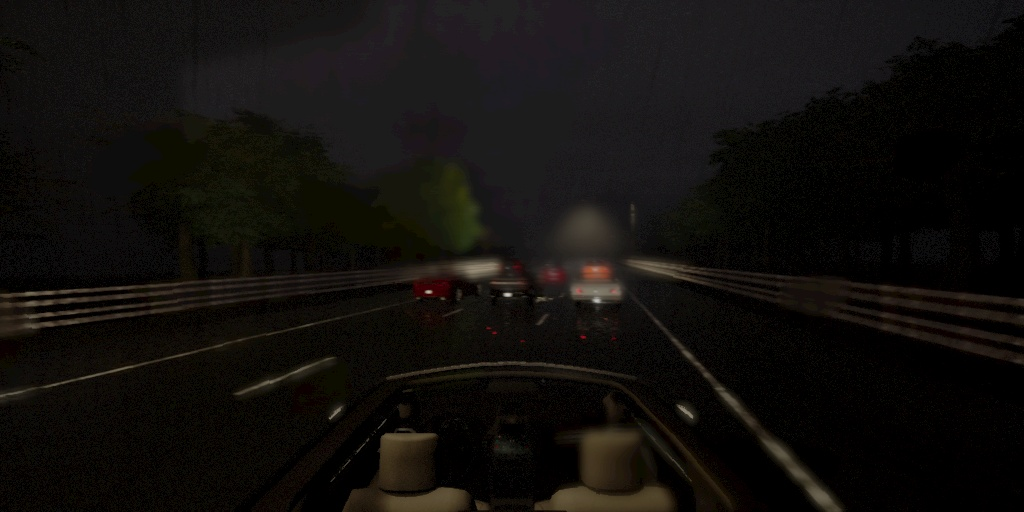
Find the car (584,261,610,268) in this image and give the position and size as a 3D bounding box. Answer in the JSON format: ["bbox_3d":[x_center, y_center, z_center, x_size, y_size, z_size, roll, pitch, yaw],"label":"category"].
[{"bbox_3d":[7.192,1.208,30.299,2.097,1.767,4.553,-1,-1,13],"label":"car"}]

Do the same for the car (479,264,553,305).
[{"bbox_3d":[0.390,1.345,16.727,2.128,1.511,4.902,-1,0,13],"label":"car"}]

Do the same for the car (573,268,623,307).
[{"bbox_3d":[3.751,1.401,15.733,1.895,1.301,4.718,-1,0,13],"label":"car"}]

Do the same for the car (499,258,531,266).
[{"bbox_3d":[0.366,1.178,31.864,2.150,2.045,5.566,-1,0,13],"label":"car"}]

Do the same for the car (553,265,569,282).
[{"bbox_3d":[3.847,1.475,31.344,1.994,1.385,4.181,-1,0,13],"label":"car"}]

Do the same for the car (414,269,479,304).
[{"bbox_3d":[-2.975,1.383,17.700,1.882,1.535,5.008,-1,0,13],"label":"car"}]
